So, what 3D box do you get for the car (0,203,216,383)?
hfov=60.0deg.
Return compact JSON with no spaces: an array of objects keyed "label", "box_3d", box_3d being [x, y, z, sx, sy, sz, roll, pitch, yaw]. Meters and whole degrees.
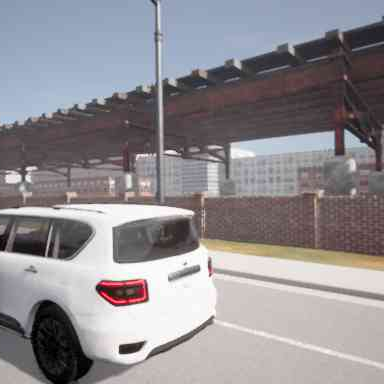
[{"label":"car","box_3d":[-2.257,1.214,5.602,5.566,2.045,2.150,0,0,35]}]
